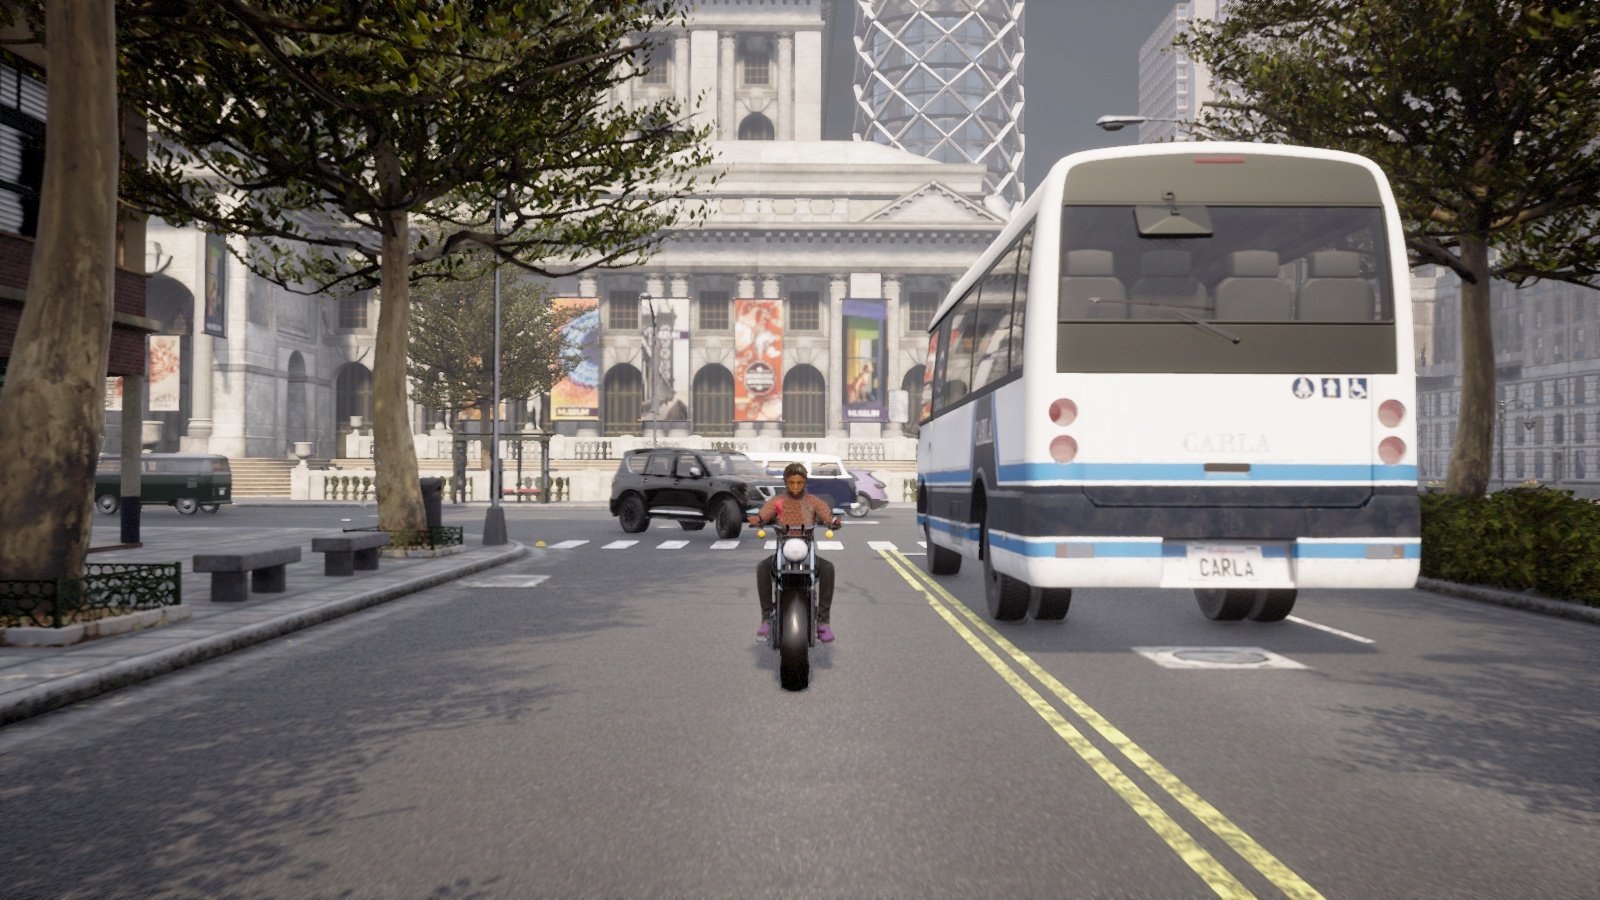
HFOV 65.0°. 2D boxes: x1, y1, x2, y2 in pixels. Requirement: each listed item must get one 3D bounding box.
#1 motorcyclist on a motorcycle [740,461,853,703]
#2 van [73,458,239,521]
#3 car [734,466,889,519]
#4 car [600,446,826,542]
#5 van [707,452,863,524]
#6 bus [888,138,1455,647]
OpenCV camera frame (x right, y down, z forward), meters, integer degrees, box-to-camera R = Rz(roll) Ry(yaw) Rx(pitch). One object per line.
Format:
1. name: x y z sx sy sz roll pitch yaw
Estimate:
1. motorcyclist on a motorcycle: -0.029 0.910 9.748 0.766 1.649 2.350 0 -1 0
2. van: -20.744 1.258 40.543 4.442 1.987 1.775 0 -1 0
3. car: 0.360 1.351 40.484 4.856 1.649 2.033 0 -1 0
4. car: -2.152 0.985 29.576 5.566 2.045 2.150 -1 -1 44
5. van: -0.428 1.095 36.989 4.480 2.038 2.069 0 -1 0
6. bus: 3.449 -0.343 15.634 3.944 4.253 10.273 0 -2 0
